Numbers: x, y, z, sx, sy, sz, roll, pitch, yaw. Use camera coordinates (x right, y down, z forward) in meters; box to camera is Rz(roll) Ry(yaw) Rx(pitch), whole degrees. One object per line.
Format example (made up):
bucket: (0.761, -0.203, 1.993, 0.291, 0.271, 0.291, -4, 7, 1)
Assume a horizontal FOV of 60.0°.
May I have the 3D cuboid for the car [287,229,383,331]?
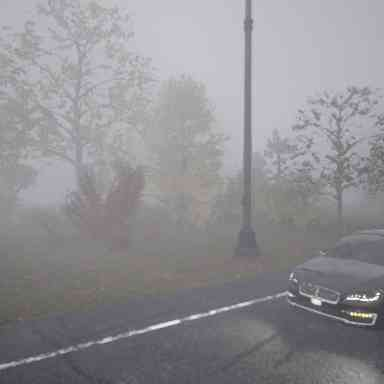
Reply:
car: (4.010, 1.569, 6.860, 4.892, 1.490, 1.837, 1, 0, -36)
